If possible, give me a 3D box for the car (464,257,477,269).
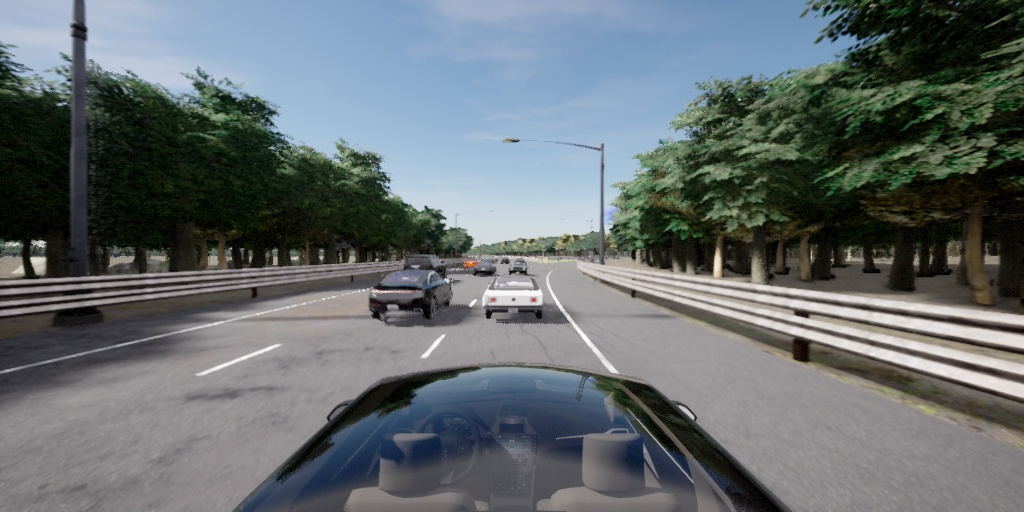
[{"bbox_3d":[-5.765,1.000,52.762,2.097,1.767,4.553,0,0,2],"label":"car"}]

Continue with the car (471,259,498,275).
[{"bbox_3d":[-2.772,1.261,37.484,1.994,1.385,4.181,0,0,2],"label":"car"}]

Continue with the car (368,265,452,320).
[{"bbox_3d":[-3.350,1.237,12.614,2.128,1.511,4.902,0,0,1],"label":"car"}]

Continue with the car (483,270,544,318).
[{"bbox_3d":[0.072,1.349,13.032,1.895,1.301,4.718,0,0,1],"label":"car"}]

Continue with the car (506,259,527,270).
[{"bbox_3d":[0.630,1.303,36.897,1.895,1.301,4.718,0,0,2],"label":"car"}]

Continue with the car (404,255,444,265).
[{"bbox_3d":[-6.594,0.943,27.547,2.150,2.045,5.566,0,0,2],"label":"car"}]
